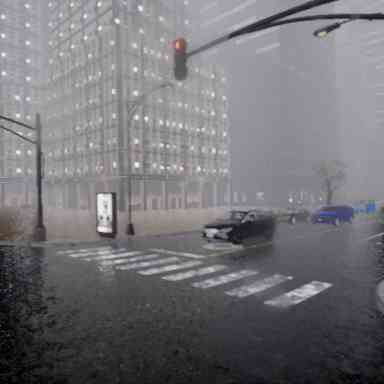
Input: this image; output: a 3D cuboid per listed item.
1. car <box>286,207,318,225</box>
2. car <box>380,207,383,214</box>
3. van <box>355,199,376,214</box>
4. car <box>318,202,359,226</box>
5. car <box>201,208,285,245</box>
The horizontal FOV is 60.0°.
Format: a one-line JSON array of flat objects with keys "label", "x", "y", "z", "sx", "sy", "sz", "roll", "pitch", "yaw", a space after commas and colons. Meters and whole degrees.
[{"label": "car", "x": 8.072, "y": 1.888, "z": 26.852, "sx": 2.008, "sy": 1.369, "sz": 4.403, "roll": -3, "pitch": -2, "yaw": 43}, {"label": "car", "x": 24.221, "y": 2.008, "z": 39.999, "sx": 1.895, "sy": 1.301, "sz": 4.718, "roll": -2, "pitch": -1, "yaw": 44}, {"label": "van", "x": 21.057, "y": 1.789, "z": 40.574, "sx": 1.690, "sy": 1.788, "sz": 3.998, "roll": -3, "pitch": -2, "yaw": 43}, {"label": "car", "x": 11.012, "y": 1.771, "z": 25.997, "sx": 1.882, "sy": 1.535, "sz": 5.008, "roll": -1, "pitch": -1, "yaw": 43}, {"label": "car", "x": 2.458, "y": 1.710, "z": 16.837, "sx": 2.128, "sy": 1.511, "sz": 4.902, "roll": -1, "pitch": -1, "yaw": 42}]
